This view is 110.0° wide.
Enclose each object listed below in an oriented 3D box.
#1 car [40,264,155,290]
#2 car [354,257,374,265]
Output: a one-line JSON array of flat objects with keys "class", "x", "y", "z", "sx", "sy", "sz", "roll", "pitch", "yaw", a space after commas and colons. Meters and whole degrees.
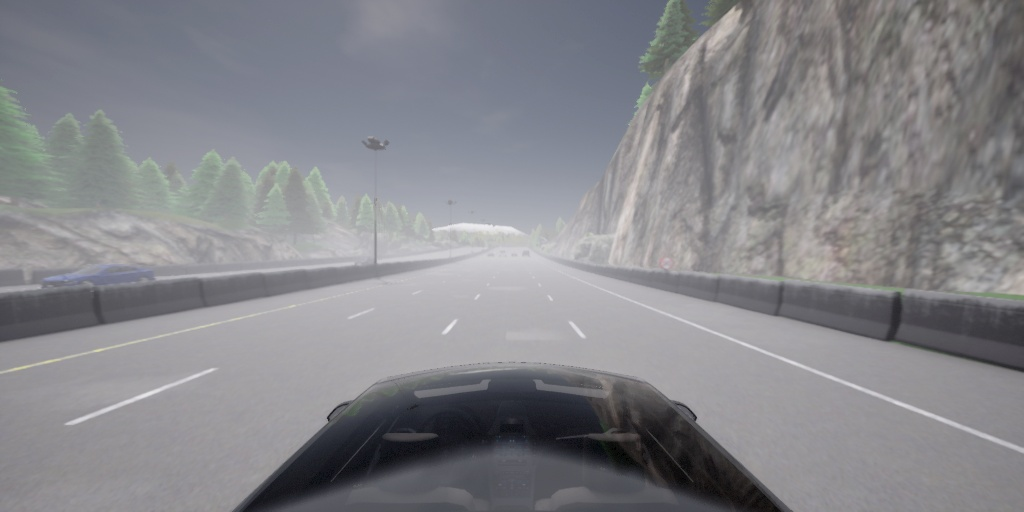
[{"class": "car", "x": -24.409, "y": 1.273, "z": 21.422, "sx": 1.882, "sy": 1.535, "sz": 5.008, "roll": 0, "pitch": 1, "yaw": 0}, {"class": "car", "x": -24.144, "y": 0.871, "z": 58.823, "sx": 1.994, "sy": 1.385, "sz": 4.181, "roll": 0, "pitch": 1, "yaw": 0}]
